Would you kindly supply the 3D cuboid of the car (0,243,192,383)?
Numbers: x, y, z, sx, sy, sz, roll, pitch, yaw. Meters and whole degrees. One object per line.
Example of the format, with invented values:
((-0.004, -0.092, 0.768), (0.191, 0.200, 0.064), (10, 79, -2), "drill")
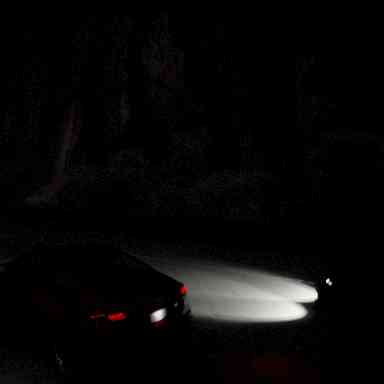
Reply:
((-2.061, 1.561, 5.462), (4.181, 1.385, 1.994), (0, 0, 36), "car")

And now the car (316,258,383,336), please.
((4.225, 1.565, 5.277), (4.181, 1.385, 1.994), (0, 0, 36), "car")
